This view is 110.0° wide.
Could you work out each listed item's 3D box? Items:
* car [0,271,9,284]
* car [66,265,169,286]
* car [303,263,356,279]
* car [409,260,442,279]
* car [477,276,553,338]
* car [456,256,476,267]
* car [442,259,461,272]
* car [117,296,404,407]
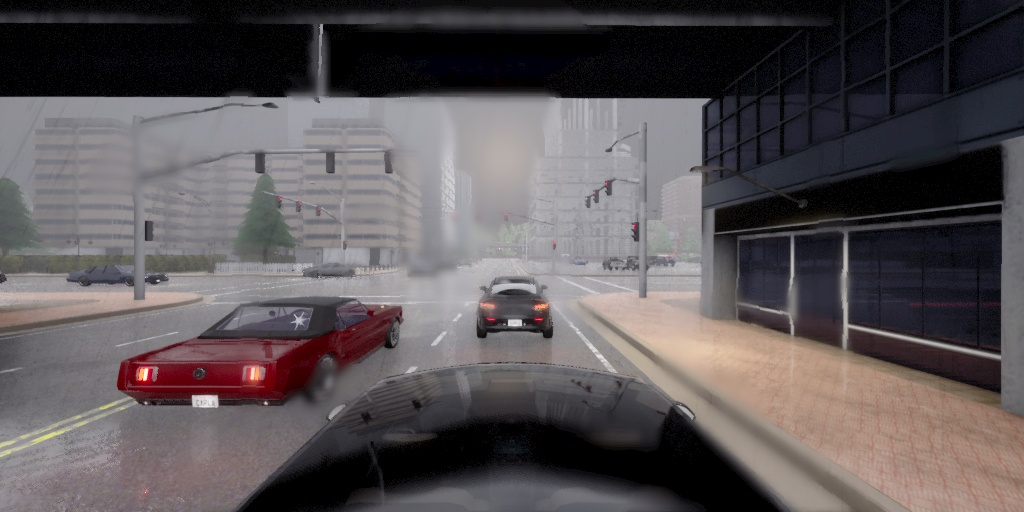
[{"bbox_3d":[-37.430,1.254,24.261,4.892,1.490,1.837,0,0,0],"label":"car"},{"bbox_3d":[-26.671,1.297,24.318,5.357,1.411,2.033,0,0,0],"label":"car"},{"bbox_3d":[-16.190,1.313,31.982,4.181,1.385,1.994,0,1,-28],"label":"car"},{"bbox_3d":[-7.788,1.314,32.058,1.994,1.385,4.181,0,0,-3],"label":"car"},{"bbox_3d":[0.074,1.276,10.027,1.812,1.442,4.674,0,0,0],"label":"car"},{"bbox_3d":[-8.189,1.242,63.575,2.128,1.511,4.902,0,0,0],"label":"car"},{"bbox_3d":[-8.078,1.351,45.881,1.895,1.301,4.718,0,0,0],"label":"car"},{"bbox_3d":[-3.439,1.351,6.262,1.895,1.301,4.718,0,0,0],"label":"car"}]
